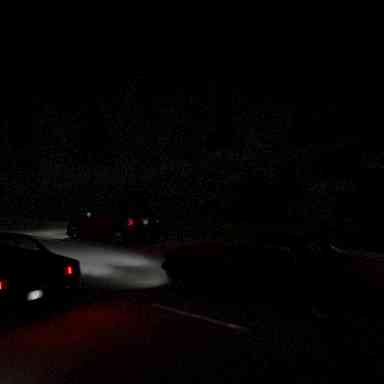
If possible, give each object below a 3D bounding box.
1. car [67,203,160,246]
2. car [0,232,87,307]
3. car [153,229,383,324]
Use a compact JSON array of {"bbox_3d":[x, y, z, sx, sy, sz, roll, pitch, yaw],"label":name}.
[{"bbox_3d":[-3.674,1.289,15.223,4.553,1.767,2.097,0,0,36],"label":"car"},{"bbox_3d":[-4.640,1.559,7.305,4.718,1.301,1.895,0,0,36],"label":"car"},{"bbox_3d":[1.630,1.587,7.128,4.718,1.301,1.895,0,0,36],"label":"car"}]
